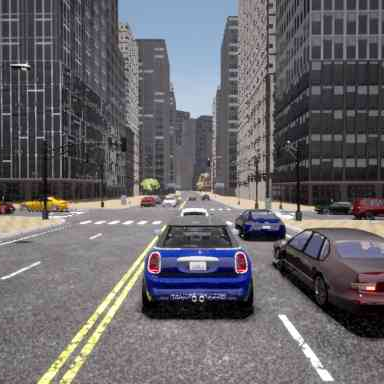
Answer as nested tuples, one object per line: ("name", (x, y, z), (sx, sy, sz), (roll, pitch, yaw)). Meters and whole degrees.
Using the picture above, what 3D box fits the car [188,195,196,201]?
("car", (0.101, 1.448, 79.762), (2.128, 1.511, 4.902), (0, 0, 0))

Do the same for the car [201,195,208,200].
("car", (3.366, 1.501, 90.421), (1.895, 1.301, 4.718), (0, 0, 0))

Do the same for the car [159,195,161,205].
("car", (-6.501, 1.498, 59.915), (2.033, 1.411, 5.357), (0, 0, 0))

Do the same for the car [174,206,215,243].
("car", (0.120, 1.516, 16.954), (1.812, 1.442, 4.674), (0, 0, 0))

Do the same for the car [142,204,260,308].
("car", (0.109, 1.348, 8.097), (2.097, 1.767, 4.553), (0, 0, 0))

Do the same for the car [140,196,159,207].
("car", (-6.528, 1.440, 49.989), (1.882, 1.535, 5.008), (0, 0, 0))

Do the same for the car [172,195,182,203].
("car", (-3.163, 1.415, 69.647), (1.882, 1.535, 5.008), (0, 0, 0))

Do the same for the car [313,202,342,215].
("car", (15.198, 1.701, 34.543), (4.718, 1.301, 1.895), (0, 1, 1))

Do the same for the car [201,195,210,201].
("car", (3.352, 1.422, 80.398), (1.837, 1.490, 4.892), (0, 0, 0))

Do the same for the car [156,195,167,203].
("car", (-6.412, 1.415, 70.285), (1.882, 1.535, 5.008), (0, 0, 0))

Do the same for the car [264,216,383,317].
("car", (3.359, 1.544, 7.758), (2.033, 1.411, 5.357), (0, 0, 0))

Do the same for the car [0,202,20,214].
("car", (-19.353, 1.407, 31.971), (4.181, 1.385, 1.994), (1, 1, 1))

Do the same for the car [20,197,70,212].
("car", (-15.538, 1.302, 35.092), (5.008, 1.535, 1.882), (1, 1, 1))

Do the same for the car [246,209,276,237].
("car", (3.370, 1.554, 16.997), (1.994, 1.385, 4.181), (0, 0, 0))

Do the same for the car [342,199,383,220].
("car", (16.237, 1.518, 28.752), (5.009, 1.841, 2.192), (1, 0, 1))

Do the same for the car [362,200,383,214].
("car", (21.856, 1.642, 37.031), (4.829, 1.417, 1.752), (1, 0, 1))

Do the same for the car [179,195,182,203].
("car", (-3.252, 1.498, 59.431), (2.033, 1.411, 5.357), (0, 0, 0))

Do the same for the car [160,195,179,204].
("car", (-3.279, 1.488, 49.741), (1.812, 1.442, 4.674), (0, 0, 0))
